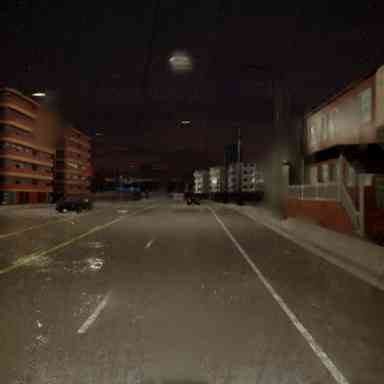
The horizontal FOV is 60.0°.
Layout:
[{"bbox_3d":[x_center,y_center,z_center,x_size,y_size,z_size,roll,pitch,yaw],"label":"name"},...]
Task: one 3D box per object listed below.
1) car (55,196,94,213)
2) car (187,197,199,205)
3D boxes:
[{"bbox_3d":[-10.463,1.105,30.107,2.033,1.411,5.357,0,0,1],"label":"car"},{"bbox_3d":[0.213,1.467,53.585,1.895,1.301,4.718,0,-2,0],"label":"car"}]
